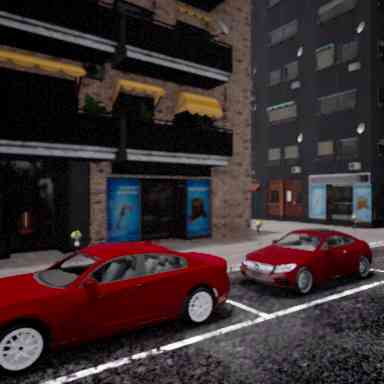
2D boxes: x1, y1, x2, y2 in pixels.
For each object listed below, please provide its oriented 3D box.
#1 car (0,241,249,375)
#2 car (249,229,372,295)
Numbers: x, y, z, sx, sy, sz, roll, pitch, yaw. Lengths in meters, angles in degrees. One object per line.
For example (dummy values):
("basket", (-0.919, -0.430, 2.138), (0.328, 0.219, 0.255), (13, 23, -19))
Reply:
("car", (-1.386, 1.564, 5.584), (4.507, 1.381, 1.887), (1, -1, -35))
("car", (3.175, 1.656, 8.835), (4.206, 1.307, 1.802), (1, -1, -35))
